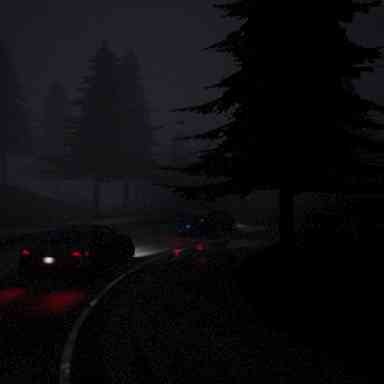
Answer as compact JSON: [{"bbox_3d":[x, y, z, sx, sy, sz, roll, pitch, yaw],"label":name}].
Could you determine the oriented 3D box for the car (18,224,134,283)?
[{"bbox_3d":[-3.219,1.648,10.074,1.994,1.385,4.181,0,-1,7],"label":"car"}]

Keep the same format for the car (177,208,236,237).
[{"bbox_3d":[0.998,1.687,19.742,1.882,1.535,5.008,0,-1,29],"label":"car"}]
